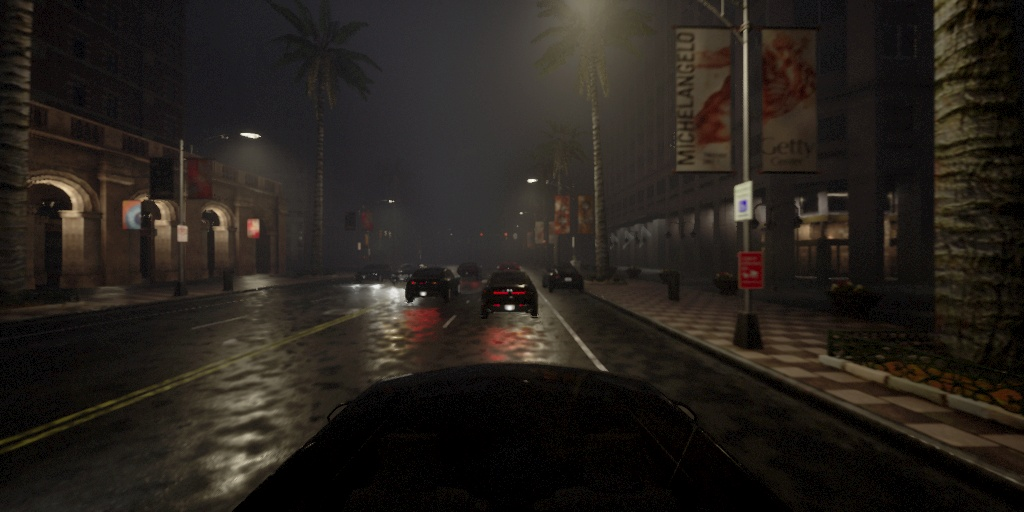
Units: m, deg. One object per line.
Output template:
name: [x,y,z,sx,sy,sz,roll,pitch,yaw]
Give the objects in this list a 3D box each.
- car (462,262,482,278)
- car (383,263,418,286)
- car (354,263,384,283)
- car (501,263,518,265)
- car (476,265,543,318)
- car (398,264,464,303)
car: [-3.741,1.293,31.990,1.882,1.535,5.008,0,-1,0]
car: [-7.371,1.302,26.419,2.128,1.511,4.902,0,0,0]
car: [-10.877,1.328,28.761,1.837,1.490,4.892,0,-1,0]
car: [-0.230,1.282,29.628,1.882,1.535,5.008,0,0,0]
car: [-0.088,1.278,13.136,1.837,1.490,4.892,0,0,0]
car: [-3.617,1.290,16.957,1.837,1.490,4.892,0,0,0]
